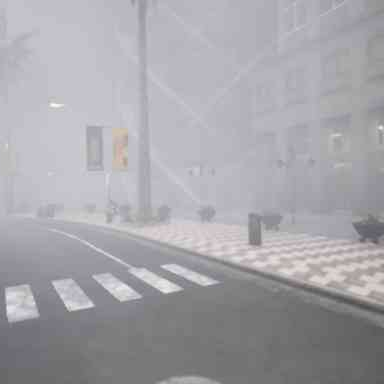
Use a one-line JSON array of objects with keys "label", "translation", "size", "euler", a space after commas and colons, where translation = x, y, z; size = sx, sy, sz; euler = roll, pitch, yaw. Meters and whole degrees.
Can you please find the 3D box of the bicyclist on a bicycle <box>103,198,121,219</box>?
[{"label": "bicyclist on a bicycle", "translation": [-6.346, 1.308, 26.461], "size": [1.656, 1.620, 0.582], "euler": [-2, 1, -43]}]
